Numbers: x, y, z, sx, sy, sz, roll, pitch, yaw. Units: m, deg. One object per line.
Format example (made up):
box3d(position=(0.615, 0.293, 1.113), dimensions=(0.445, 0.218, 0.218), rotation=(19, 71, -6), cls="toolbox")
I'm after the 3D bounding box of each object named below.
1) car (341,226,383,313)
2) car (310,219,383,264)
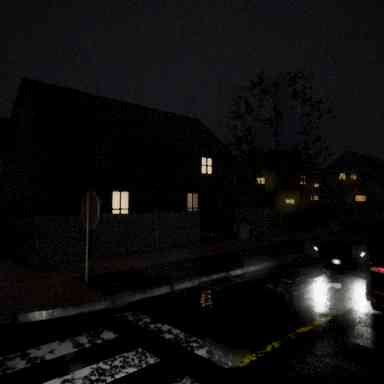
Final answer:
box3d(position=(5.234, 1.567, 6.822), dimensions=(4.902, 1.511, 2.128), rotation=(1, -1, -43), cls="car")
box3d(position=(6.187, 1.686, 11.593), dimensions=(5.357, 1.411, 2.033), rotation=(1, -1, -43), cls="car")
